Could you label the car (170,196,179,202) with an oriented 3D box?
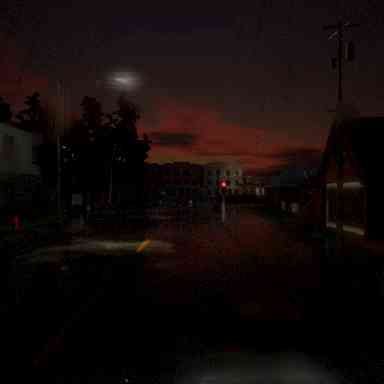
[{"bbox_3d":[-4.000,1.639,75.395,1.882,1.535,5.008,0,0,0],"label":"car"}]
